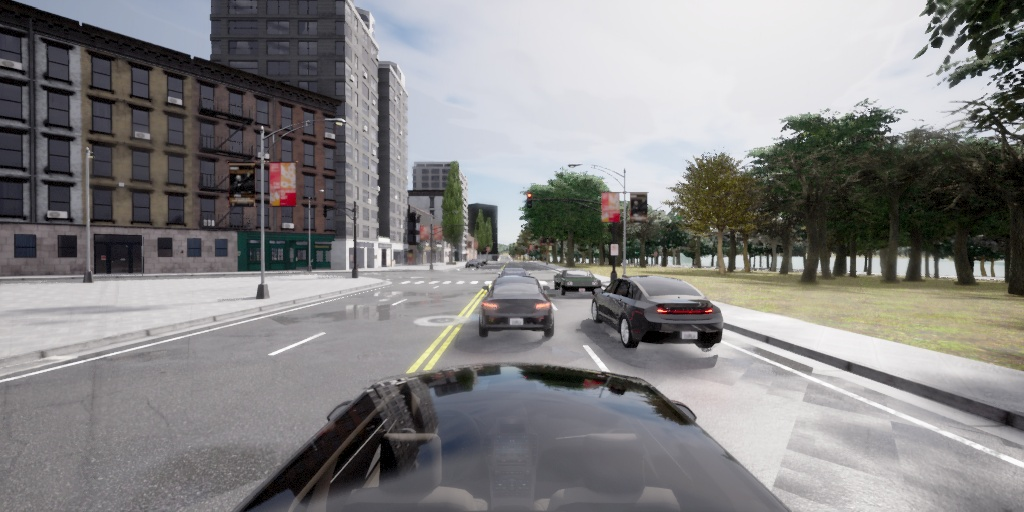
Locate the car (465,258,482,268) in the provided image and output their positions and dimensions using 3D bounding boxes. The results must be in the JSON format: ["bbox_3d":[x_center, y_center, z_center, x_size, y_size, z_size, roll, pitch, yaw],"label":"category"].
[{"bbox_3d":[-6.502,1.297,59.173,1.994,1.385,4.181,0,0,0],"label":"car"}]

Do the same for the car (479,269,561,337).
[{"bbox_3d":[0.114,1.274,10.163,1.812,1.442,4.674,0,0,0],"label":"car"}]

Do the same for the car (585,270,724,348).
[{"bbox_3d":[3.360,1.253,9.195,1.837,1.490,4.892,0,0,0],"label":"car"}]

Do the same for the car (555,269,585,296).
[{"bbox_3d":[3.374,1.347,19.440,1.895,1.301,4.718,0,0,0],"label":"car"}]
